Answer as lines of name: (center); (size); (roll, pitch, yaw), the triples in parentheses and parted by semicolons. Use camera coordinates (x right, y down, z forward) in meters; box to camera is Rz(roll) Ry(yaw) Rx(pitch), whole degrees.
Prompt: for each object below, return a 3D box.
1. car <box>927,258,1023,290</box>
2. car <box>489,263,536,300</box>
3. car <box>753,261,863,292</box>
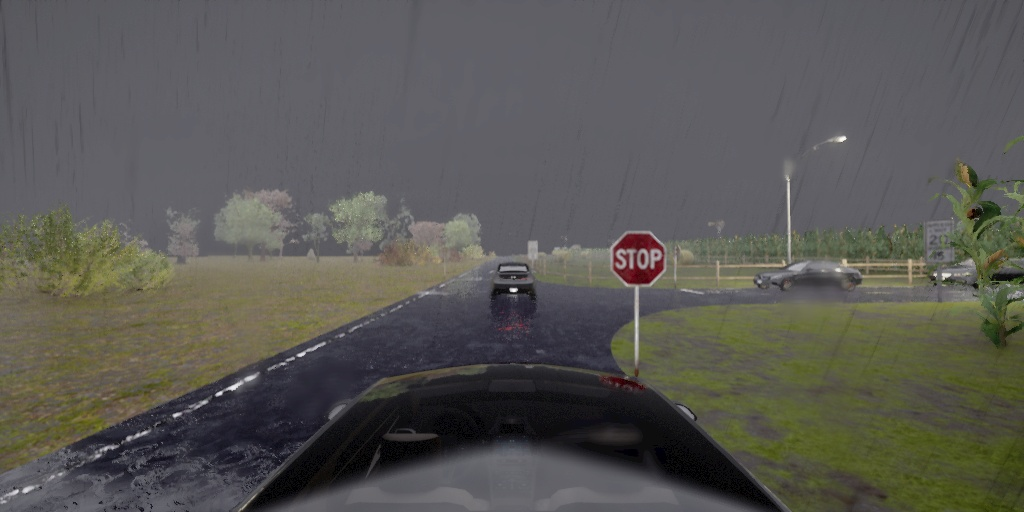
car: (23.684, 0.844, 17.821); (4.902, 1.511, 2.128); (-1, 0, -1)
car: (0.047, 1.064, 16.264); (1.837, 1.490, 4.892); (0, 0, 0)
car: (14.485, 0.971, 17.658); (4.674, 1.442, 1.812); (-1, 0, -1)
